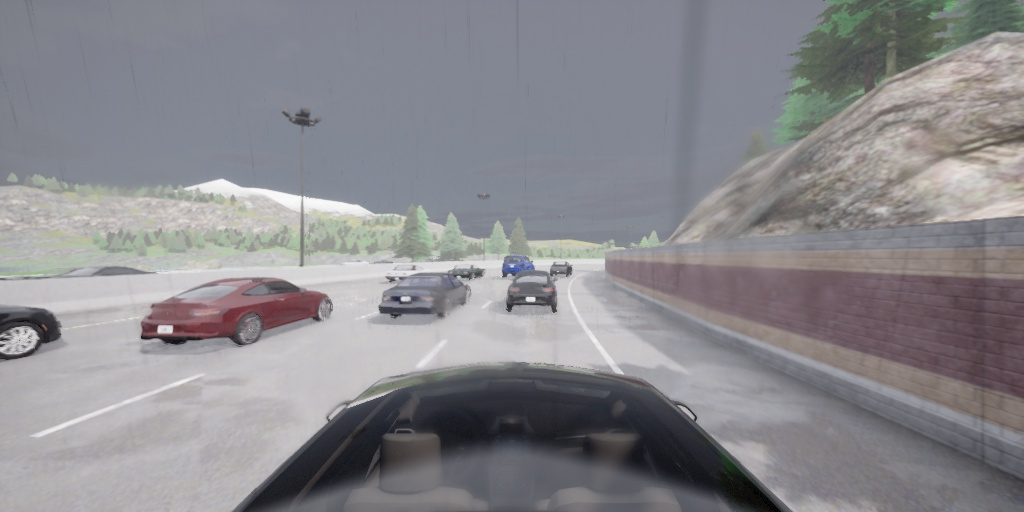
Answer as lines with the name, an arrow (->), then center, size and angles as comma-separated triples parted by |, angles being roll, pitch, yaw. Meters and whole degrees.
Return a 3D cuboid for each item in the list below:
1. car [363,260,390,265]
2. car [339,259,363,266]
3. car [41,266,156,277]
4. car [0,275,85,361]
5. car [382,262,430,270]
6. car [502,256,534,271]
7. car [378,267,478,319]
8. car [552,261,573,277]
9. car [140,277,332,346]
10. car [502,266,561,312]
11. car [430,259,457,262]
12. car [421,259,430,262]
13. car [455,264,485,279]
car -> -19.238, 1.257, 52.811 | 1.994, 1.385, 4.181 | 0, 0, 19
car -> -23.066, 1.206, 52.478 | 1.812, 1.442, 4.674 | 0, 0, 19
car -> -20.088, 1.212, 17.444 | 1.812, 1.442, 4.674 | 0, 0, 6
car -> -10.256, 1.222, 5.325 | 1.837, 1.490, 4.892 | 0, 0, 1
car -> -7.768, 1.328, 27.667 | 1.895, 1.301, 4.718 | 0, 0, 11
car -> 0.648, 0.977, 33.342 | 2.150, 2.045, 5.566 | 0, 0, 14
car -> -2.830, 1.289, 12.819 | 2.033, 1.411, 5.357 | 0, 0, 5
car -> 5.003, 1.261, 36.035 | 2.128, 1.511, 4.902 | 0, 0, 15
car -> -6.582, 1.255, 9.228 | 1.812, 1.442, 4.674 | 0, 0, 3
car -> 0.847, 1.280, 14.244 | 1.812, 1.442, 4.674 | 0, 0, 6
car -> -10.327, 1.214, 56.733 | 2.128, 1.511, 4.902 | 0, 0, 22
car -> -13.518, 1.203, 58.201 | 2.128, 1.511, 4.902 | 0, 0, 22
car -> -3.697, 1.342, 30.091 | 1.895, 1.301, 4.718 | 0, 0, 12
